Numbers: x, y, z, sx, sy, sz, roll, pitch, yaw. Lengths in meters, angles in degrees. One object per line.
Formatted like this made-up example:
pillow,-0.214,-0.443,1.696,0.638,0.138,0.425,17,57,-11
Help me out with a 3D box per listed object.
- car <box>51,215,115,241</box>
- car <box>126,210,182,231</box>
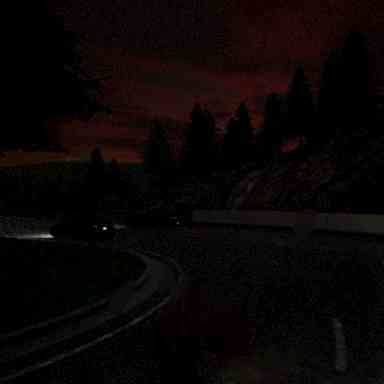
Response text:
car,-6.756,2.129,20.437,4.181,1.385,1.994,-1,-2,33
car,-3.091,2.187,26.354,4.902,1.511,2.128,-1,-2,33
